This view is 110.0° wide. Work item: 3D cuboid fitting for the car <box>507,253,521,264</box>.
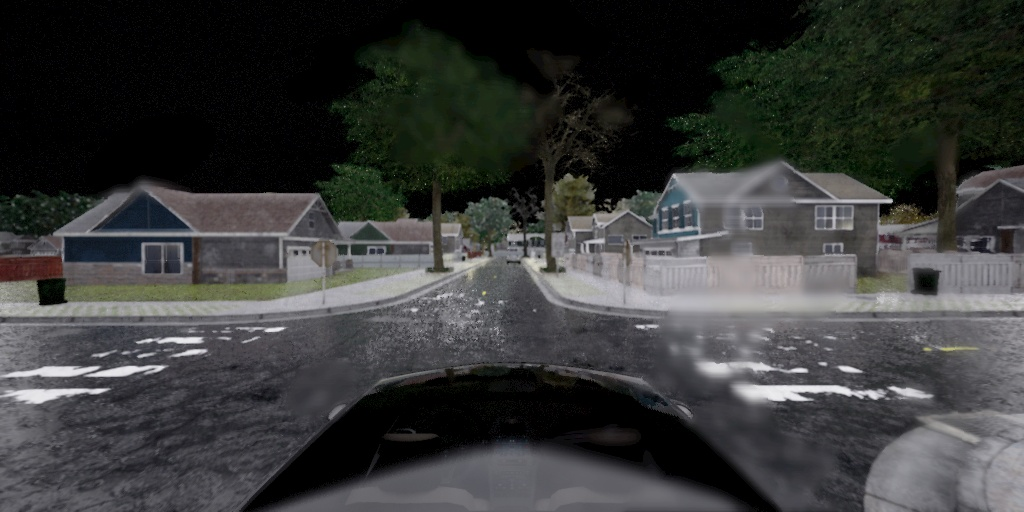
[{"bbox_3d":[0.237,0.454,51.317,1.994,1.385,4.181,0,1,0],"label":"car"}]
